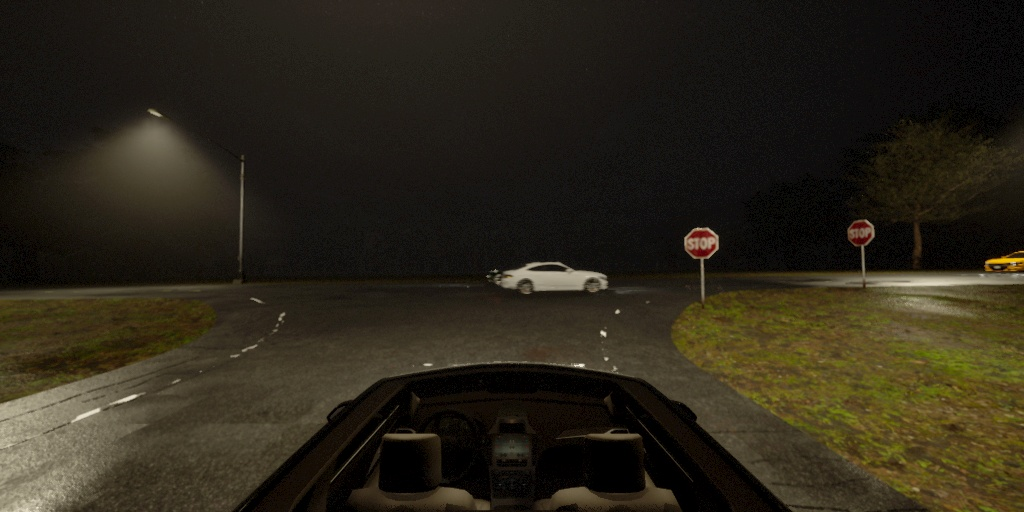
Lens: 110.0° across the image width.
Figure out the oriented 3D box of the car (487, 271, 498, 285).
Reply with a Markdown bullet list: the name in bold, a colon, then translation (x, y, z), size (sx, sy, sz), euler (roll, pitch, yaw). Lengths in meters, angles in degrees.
- **car**: translation (0.774, 1.147, 22.985), size (4.718, 1.301, 1.895), euler (-2, -1, -1)

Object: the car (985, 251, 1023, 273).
- **car**: translation (34.386, 0.370, 23.634), size (5.008, 1.535, 1.882), euler (-2, -2, -1)

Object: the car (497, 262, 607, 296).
- **car**: translation (1.831, 0.965, 15.994), size (4.674, 1.442, 1.812), euler (-1, 0, -1)
